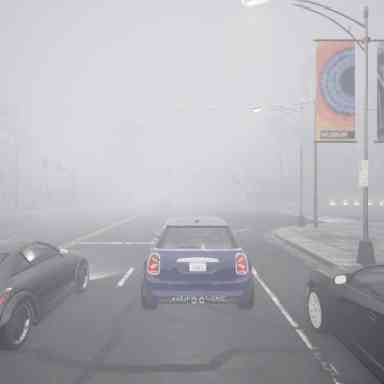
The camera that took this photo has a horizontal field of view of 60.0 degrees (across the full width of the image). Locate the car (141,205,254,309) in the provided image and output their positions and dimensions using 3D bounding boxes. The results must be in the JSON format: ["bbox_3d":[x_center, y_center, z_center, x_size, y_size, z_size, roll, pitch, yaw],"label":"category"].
[{"bbox_3d":[0.101,1.352,8.018,2.097,1.767,4.553,0,0,0],"label":"car"}]

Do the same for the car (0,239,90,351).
[{"bbox_3d":[-3.399,1.564,6.199,1.994,1.385,4.181,0,0,0],"label":"car"}]

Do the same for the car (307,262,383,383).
[{"bbox_3d":[2.901,1.480,3.734,2.097,1.535,5.008,0,0,0],"label":"car"}]

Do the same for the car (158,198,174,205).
[{"bbox_3d":[-3.391,1.547,43.625,2.033,1.411,5.357,0,0,0],"label":"car"}]
